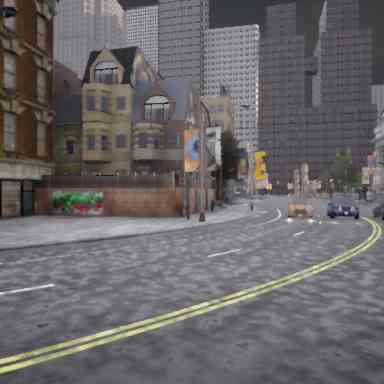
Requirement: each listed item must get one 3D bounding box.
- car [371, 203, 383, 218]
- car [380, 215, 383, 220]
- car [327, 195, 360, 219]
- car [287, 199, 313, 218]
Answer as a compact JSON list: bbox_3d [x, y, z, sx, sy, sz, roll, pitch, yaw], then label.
[{"bbox_3d":[16.233,1.560,27.329,2.033,1.411,5.357,0,0,18],"label":"car"},{"bbox_3d":[9.170,1.613,13.591,1.895,1.301,4.718,0,0,36],"label":"car"},{"bbox_3d":[13.157,1.323,29.190,2.150,2.045,5.566,0,0,17],"label":"car"},{"bbox_3d":[9.835,1.401,30.294,2.097,1.767,4.553,0,0,17],"label":"car"}]
